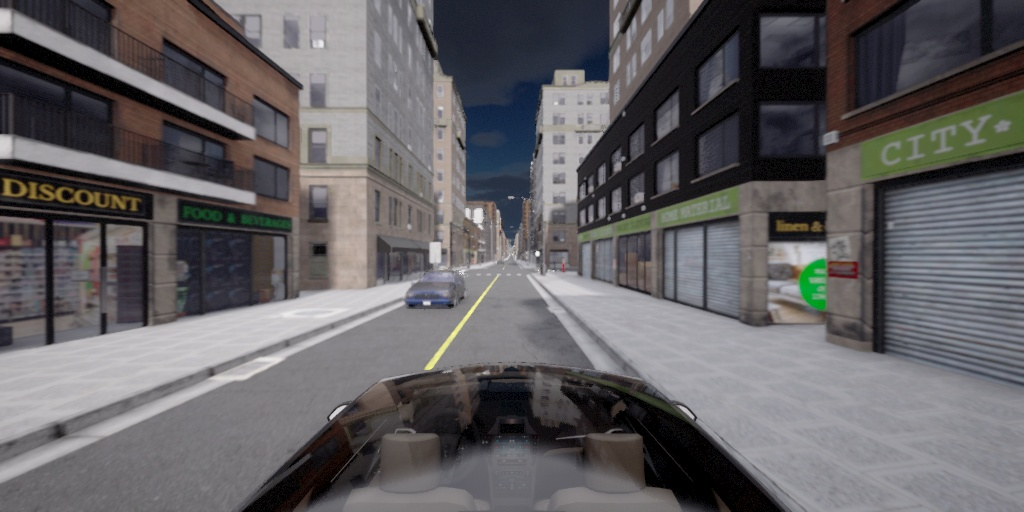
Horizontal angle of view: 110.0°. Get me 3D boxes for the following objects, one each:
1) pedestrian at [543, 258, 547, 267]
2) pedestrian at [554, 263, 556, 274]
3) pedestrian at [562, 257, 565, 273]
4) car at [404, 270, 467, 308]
[{"bbox_3d":[3.648,0.993,40.047,0.375,1.860,0.375,0,0,0],"label":"pedestrian"},{"bbox_3d":[4.647,0.978,38.846,0.375,1.860,0.375,0,0,0],"label":"pedestrian"},{"bbox_3d":[5.647,0.964,39.446,0.375,1.860,0.375,0,0,0],"label":"pedestrian"},{"bbox_3d":[-3.095,1.337,15.707,2.033,1.411,5.357,0,0,0],"label":"car"}]
